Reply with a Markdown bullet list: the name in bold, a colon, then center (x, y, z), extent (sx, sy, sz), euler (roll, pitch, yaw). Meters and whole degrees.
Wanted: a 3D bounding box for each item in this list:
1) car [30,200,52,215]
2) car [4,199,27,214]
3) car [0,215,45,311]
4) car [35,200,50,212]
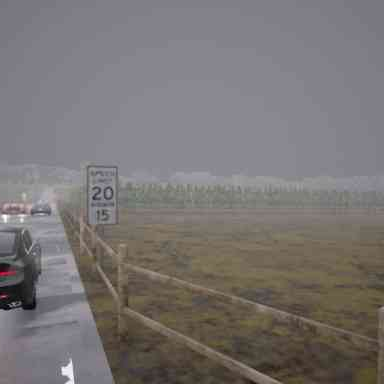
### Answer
- **car**: center (-16.402, 1.784, 36.169), extent (1.994, 1.385, 4.181), euler (0, -1, -22)
- **car**: center (-20.566, 1.631, 38.843), extent (2.097, 1.767, 4.553), euler (0, -1, -23)
- **car**: center (-4.407, 1.514, 7.395), extent (1.837, 1.490, 4.892), euler (0, 0, -23)
- **car**: center (-20.274, 1.881, 45.264), extent (1.812, 1.442, 4.674), euler (0, -1, -23)
